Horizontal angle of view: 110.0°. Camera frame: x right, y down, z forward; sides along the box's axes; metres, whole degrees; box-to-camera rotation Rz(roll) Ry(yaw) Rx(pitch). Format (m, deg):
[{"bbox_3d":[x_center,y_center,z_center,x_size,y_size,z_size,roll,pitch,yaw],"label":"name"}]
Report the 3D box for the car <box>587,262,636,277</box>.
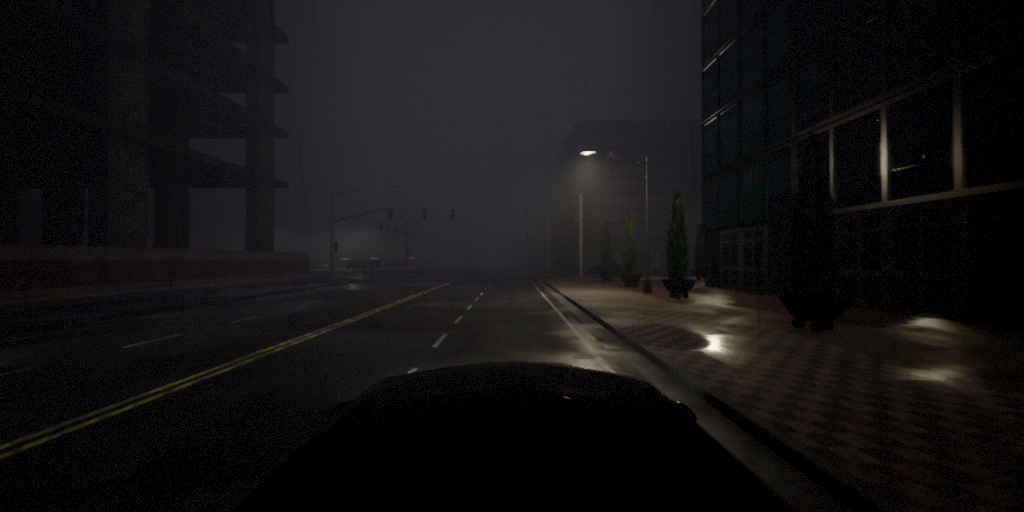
[{"bbox_3d":[10.524,1.354,38.039,5.008,1.535,1.882,0,-1,-1],"label":"car"}]
